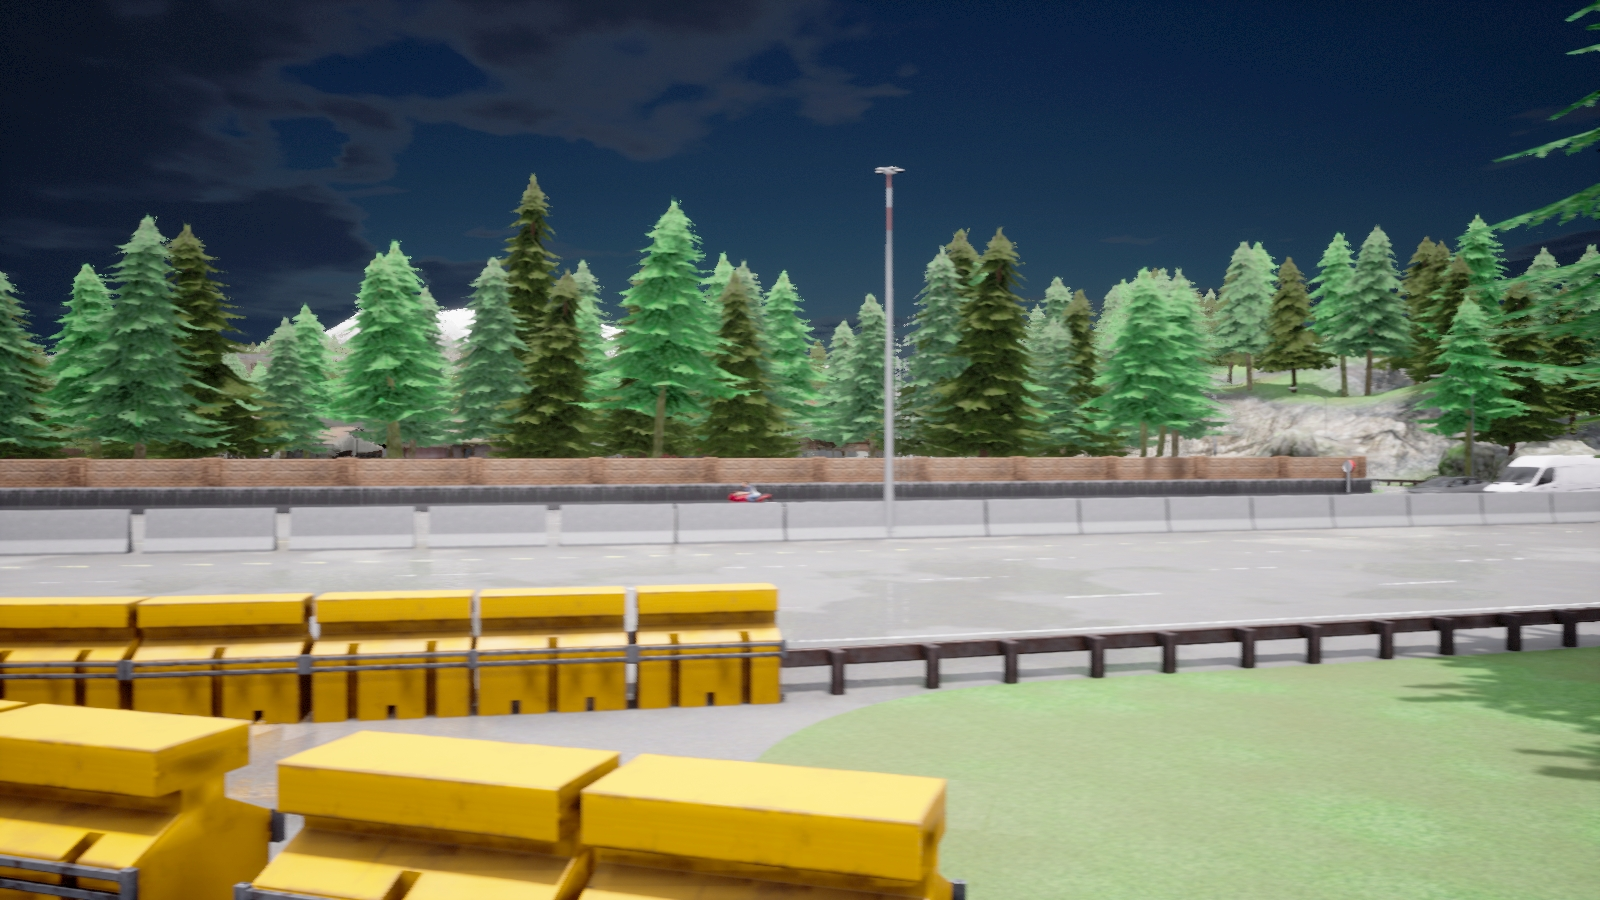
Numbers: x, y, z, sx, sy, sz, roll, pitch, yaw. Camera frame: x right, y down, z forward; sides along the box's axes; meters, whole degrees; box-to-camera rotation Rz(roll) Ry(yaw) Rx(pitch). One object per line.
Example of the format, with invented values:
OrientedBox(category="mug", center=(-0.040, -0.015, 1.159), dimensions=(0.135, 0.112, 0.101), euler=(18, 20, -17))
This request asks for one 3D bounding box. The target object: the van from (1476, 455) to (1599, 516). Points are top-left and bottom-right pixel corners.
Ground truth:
OrientedBox(category="van", center=(32.759, 1.522, 50.001), dimensions=(5.915, 2.561, 1.988), euler=(0, 0, -17))

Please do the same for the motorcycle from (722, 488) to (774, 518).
OrientedBox(category="motorcycle", center=(-2.140, 2.169, 46.964), dimensions=(2.033, 1.217, 0.803), euler=(0, -1, -15))

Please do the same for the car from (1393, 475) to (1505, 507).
OrientedBox(category="car", center=(32.514, 2.049, 57.273), dimensions=(4.792, 1.488, 2.163), euler=(0, 0, -17))
